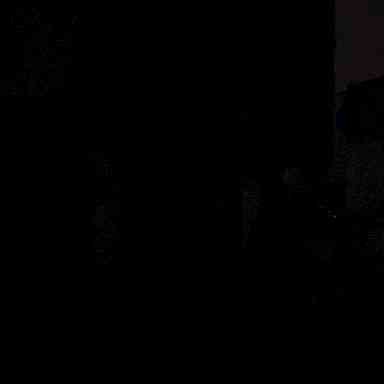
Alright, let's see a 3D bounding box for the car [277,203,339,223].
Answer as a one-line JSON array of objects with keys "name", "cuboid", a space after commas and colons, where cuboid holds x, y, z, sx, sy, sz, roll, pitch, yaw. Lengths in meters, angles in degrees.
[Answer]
[{"name": "car", "cuboid": [8.695, 1.526, 25.240, 1.812, 1.442, 4.674, 0, 0, -37]}]
